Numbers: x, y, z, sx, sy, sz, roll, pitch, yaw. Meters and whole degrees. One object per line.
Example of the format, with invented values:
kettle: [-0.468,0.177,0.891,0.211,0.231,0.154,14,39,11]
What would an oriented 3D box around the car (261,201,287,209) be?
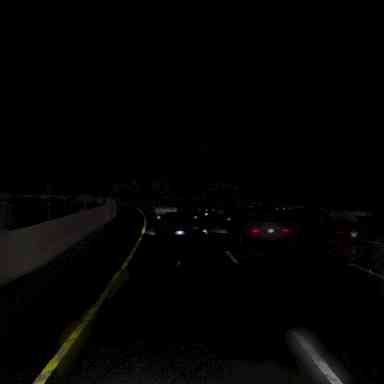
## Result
car: [7.778,1.563,32.158,2.033,1.411,5.357,0,0,-10]

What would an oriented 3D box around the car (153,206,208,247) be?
car: [-0.646,1.572,15.100,1.994,1.385,4.181,0,0,-5]

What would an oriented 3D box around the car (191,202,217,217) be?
car: [0.871,1.616,31.024,1.895,1.301,4.718,0,0,-10]

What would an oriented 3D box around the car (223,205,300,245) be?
car: [2.842,1.563,15.392,2.033,1.411,5.357,0,0,-5]

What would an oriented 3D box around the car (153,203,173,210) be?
car: [-2.580,1.616,30.442,1.895,1.301,4.718,0,0,-10]

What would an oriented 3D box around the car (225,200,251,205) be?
car: [4.327,1.495,31.577,2.128,1.511,4.902,0,0,-10]

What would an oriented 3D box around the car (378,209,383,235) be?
car: [9.817,1.516,15.977,1.837,1.490,4.892,0,0,-5]

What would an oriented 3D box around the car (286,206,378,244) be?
car: [6.329,1.533,15.685,1.812,1.442,4.674,0,0,-5]
